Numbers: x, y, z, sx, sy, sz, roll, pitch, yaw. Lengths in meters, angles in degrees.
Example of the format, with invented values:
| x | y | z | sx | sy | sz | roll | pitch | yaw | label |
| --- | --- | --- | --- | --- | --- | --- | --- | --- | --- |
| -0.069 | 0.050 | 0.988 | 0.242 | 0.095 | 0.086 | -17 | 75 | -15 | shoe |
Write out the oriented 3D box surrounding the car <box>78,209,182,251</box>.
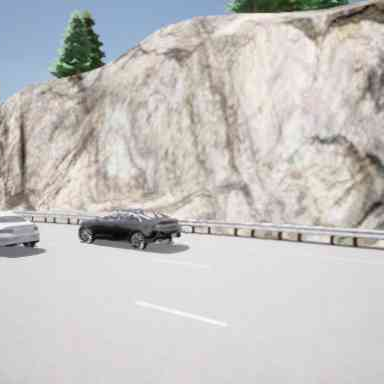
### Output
| x | y | z | sx | sy | sz | roll | pitch | yaw | label |
| --- | --- | --- | --- | --- | --- | --- | --- | --- | --- |
| -2.733 | 1.459 | 14.033 | 4.902 | 1.511 | 2.128 | 0 | 0 | 33 | car |

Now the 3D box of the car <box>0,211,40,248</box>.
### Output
| x | y | z | sx | sy | sz | roll | pitch | yaw | label |
| --- | --- | --- | --- | --- | --- | --- | --- | --- | --- |
| -7.951 | 1.497 | 13.137 | 4.674 | 1.442 | 1.812 | 0 | 0 | 31 | car |
